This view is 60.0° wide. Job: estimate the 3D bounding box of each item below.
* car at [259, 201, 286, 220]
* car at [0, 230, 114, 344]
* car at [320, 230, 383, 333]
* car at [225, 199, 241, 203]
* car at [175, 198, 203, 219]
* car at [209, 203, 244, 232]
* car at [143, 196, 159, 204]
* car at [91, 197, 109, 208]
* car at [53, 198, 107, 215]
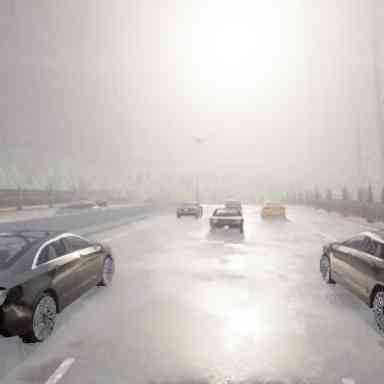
[{"bbox_3d":[6.862,1.478,28.595,1.882,1.535,5.008,0,0,8],"label":"car"},{"bbox_3d":[-2.983,1.471,6.414,2.128,1.511,4.902,0,0,4],"label":"car"},{"bbox_3d":[4.050,1.502,6.603,2.128,1.511,4.902,0,0,5],"label":"car"},{"bbox_3d":[5.057,1.544,41.039,1.994,1.385,4.181,0,0,8],"label":"car"},{"bbox_3d":[-0.149,1.517,29.015,2.033,1.411,5.357,0,0,8],"label":"car"},{"bbox_3d":[2.134,1.589,19.975,1.895,1.301,4.718,0,0,8],"label":"car"},{"bbox_3d":[-6.960,1.449,57.052,1.837,1.490,4.892,0,-1,8],"label":"car"},{"bbox_3d":[-12.473,1.378,43.225,1.882,1.535,5.008,0,0,8],"label":"car"},{"bbox_3d":[-8.127,1.444,23.866,1.837,1.490,4.892,0,0,8],"label":"car"}]
